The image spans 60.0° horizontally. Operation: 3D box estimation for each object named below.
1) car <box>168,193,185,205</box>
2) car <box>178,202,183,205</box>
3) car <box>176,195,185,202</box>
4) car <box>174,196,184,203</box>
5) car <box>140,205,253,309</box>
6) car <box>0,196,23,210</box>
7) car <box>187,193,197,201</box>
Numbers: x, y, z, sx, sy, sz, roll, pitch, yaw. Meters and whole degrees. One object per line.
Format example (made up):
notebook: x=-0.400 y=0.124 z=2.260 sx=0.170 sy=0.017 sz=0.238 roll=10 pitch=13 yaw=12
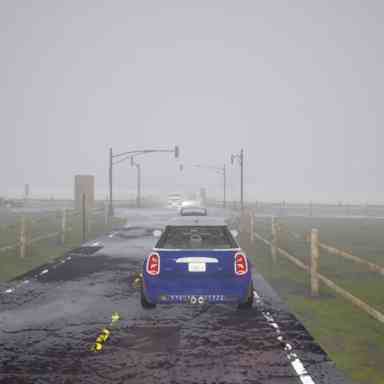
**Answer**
car: x=-2.889 y=1.235 z=57.294 sx=2.150 sy=2.045 sz=5.566 roll=0 pitch=0 yaw=0
car: x=0.080 y=1.507 z=17.196 sx=1.837 sy=1.490 sz=4.892 roll=0 pitch=0 yaw=0
car: x=-2.756 y=1.546 z=79.801 sx=1.812 sy=1.442 sz=4.674 roll=0 pitch=0 yaw=0
car: x=-2.782 y=1.618 z=69.533 sx=1.895 sy=1.301 sz=4.718 roll=0 pitch=0 yaw=0
car: x=0.090 y=1.353 z=8.030 sx=2.097 sy=1.767 sz=4.553 roll=0 pitch=0 yaw=0
car: x=-21.078 y=1.110 z=36.297 sx=5.008 sy=1.535 sz=1.882 roll=1 pitch=0 yaw=0
car: x=0.005 y=1.249 z=83.480 sx=2.150 sy=2.045 sz=5.566 roll=0 pitch=0 yaw=0
